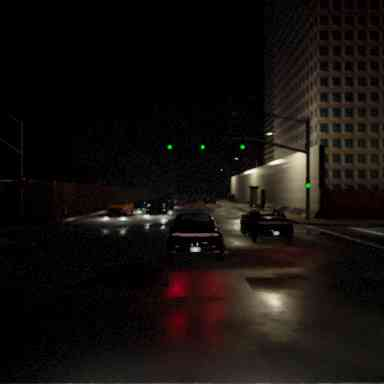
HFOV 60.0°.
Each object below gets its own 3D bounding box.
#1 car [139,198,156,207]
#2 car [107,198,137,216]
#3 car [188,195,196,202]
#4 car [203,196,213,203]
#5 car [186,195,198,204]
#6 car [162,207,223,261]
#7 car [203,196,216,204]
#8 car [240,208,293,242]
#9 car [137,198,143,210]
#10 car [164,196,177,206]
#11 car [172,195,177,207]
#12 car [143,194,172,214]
[{"bbox_3d":[-7.009,1.637,52.738,1.895,1.301,4.718,0,0,1],"label":"car"},{"bbox_3d":[-7.097,1.500,33.253,1.882,1.535,5.008,0,0,0],"label":"car"},{"bbox_3d":[-0.012,1.378,72.995,1.837,1.490,4.892,0,0,0],"label":"car"},{"bbox_3d":[3.488,1.551,73.091,1.837,1.490,4.892,0,0,0],"label":"car"},{"bbox_3d":[-0.011,1.395,62.742,2.097,1.767,4.553,0,0,0],"label":"car"},{"bbox_3d":[0.098,1.530,12.528,2.128,1.511,4.902,0,0,0],"label":"car"},{"bbox_3d":[3.489,1.569,62.785,1.812,1.442,4.674,0,0,0],"label":"car"},{"bbox_3d":[3.598,1.534,16.608,2.128,1.511,4.902,0,0,0],"label":"car"},{"bbox_3d":[-7.087,1.507,42.575,1.882,1.535,5.008,0,0,0],"label":"car"},{"bbox_3d":[-3.509,1.515,55.102,1.882,1.535,5.008,0,0,0],"label":"car"},{"bbox_3d":[-3.570,1.252,44.954,2.150,2.045,5.566,0,0,0],"label":"car"},{"bbox_3d":[-3.592,1.376,35.364,2.097,1.767,4.553,0,0,0],"label":"car"}]
